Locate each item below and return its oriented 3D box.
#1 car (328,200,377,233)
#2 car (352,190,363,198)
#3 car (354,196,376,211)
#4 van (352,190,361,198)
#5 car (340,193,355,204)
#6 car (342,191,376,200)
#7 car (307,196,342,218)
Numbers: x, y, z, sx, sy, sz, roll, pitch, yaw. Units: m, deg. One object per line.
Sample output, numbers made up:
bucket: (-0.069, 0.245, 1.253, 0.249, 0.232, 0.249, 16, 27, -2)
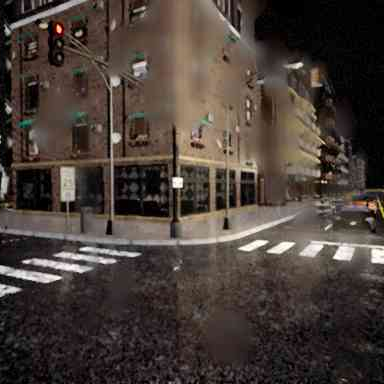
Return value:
car: (8.879, 1.340, 18.102, 1.994, 1.385, 4.181, 0, 1, 29)
car: (40.093, 0.452, 80.494, 2.192, 1.841, 5.009, 0, 0, 29)
car: (18.476, 1.153, 35.419, 1.994, 1.385, 4.181, 0, 1, 29)
van: (37.357, 0.525, 75.499, 1.690, 1.788, 3.998, 0, 0, 29)
car: (23.593, 0.956, 50.372, 1.752, 1.417, 4.829, 0, 0, 29)
car: (13.605, 1.035, 26.685, 2.097, 1.767, 4.553, 0, 1, 29)
car: (9.991, 1.244, 25.541, 2.008, 1.369, 4.403, 0, 0, 29)
